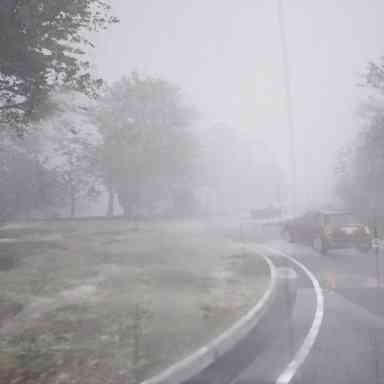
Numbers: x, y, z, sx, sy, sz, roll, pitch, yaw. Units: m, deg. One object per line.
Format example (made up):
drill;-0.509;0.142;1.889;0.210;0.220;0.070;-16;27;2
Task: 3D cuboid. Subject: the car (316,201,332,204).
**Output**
car;23.917;2.471;58.710;1.882;1.535;5.008;-1;-1;34

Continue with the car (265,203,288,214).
car;12.211;2.362;47.775;1.812;1.442;4.674;-1;-1;34

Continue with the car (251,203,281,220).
car;7.880;2.093;34.864;1.882;1.535;5.008;-1;-1;35

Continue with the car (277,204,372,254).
car;5.827;1.610;14.946;2.097;1.767;4.553;0;-1;-7

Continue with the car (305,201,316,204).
car;22.922;2.443;63.613;2.097;1.767;4.553;-1;-1;34
